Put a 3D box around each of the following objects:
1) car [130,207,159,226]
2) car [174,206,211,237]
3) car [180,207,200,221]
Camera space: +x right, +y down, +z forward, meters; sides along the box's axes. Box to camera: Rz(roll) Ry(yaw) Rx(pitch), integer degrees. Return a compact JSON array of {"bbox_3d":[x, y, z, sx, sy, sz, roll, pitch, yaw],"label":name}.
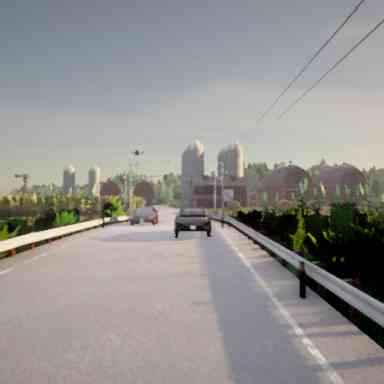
[{"bbox_3d":[-3.598,1.863,25.952,1.812,1.442,4.674,0,-3,-1],"label":"car"},{"bbox_3d":[0.037,1.513,18.180,2.128,1.511,4.902,0,-1,0],"label":"car"},{"bbox_3d":[-0.323,2.418,35.440,1.994,1.385,4.181,0,-5,-2],"label":"car"}]
